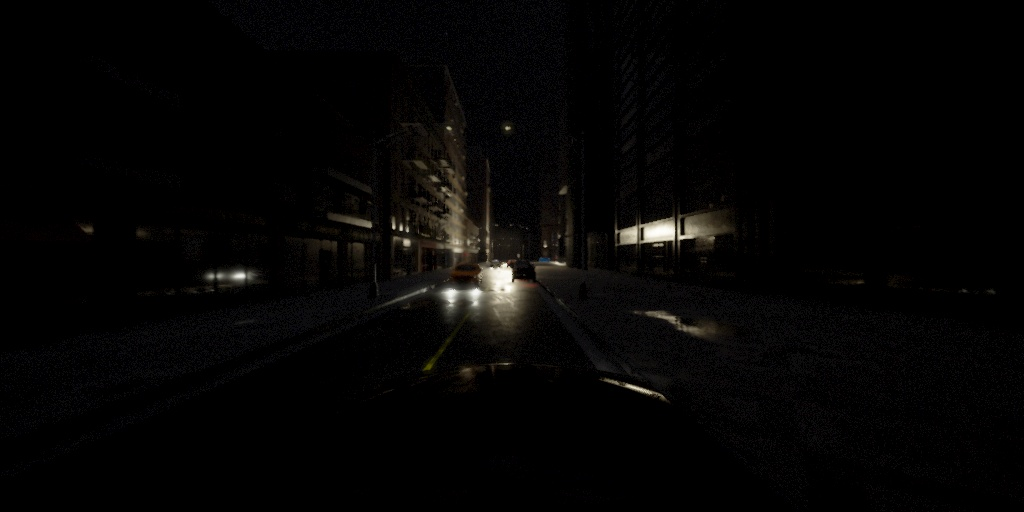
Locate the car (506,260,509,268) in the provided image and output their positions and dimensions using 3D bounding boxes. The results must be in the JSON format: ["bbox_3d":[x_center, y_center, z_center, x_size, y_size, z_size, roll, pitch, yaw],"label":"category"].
[{"bbox_3d":[0.006,1.397,63.709,1.812,1.442,4.674,0,0,0],"label":"car"}]

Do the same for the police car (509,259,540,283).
[{"bbox_3d":[0.902,1.209,28.902,1.930,1.638,5.238,0,0,0],"label":"police car"}]

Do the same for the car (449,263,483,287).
[{"bbox_3d":[-3.095,1.254,24.942,1.882,1.535,5.008,0,0,0],"label":"car"}]
